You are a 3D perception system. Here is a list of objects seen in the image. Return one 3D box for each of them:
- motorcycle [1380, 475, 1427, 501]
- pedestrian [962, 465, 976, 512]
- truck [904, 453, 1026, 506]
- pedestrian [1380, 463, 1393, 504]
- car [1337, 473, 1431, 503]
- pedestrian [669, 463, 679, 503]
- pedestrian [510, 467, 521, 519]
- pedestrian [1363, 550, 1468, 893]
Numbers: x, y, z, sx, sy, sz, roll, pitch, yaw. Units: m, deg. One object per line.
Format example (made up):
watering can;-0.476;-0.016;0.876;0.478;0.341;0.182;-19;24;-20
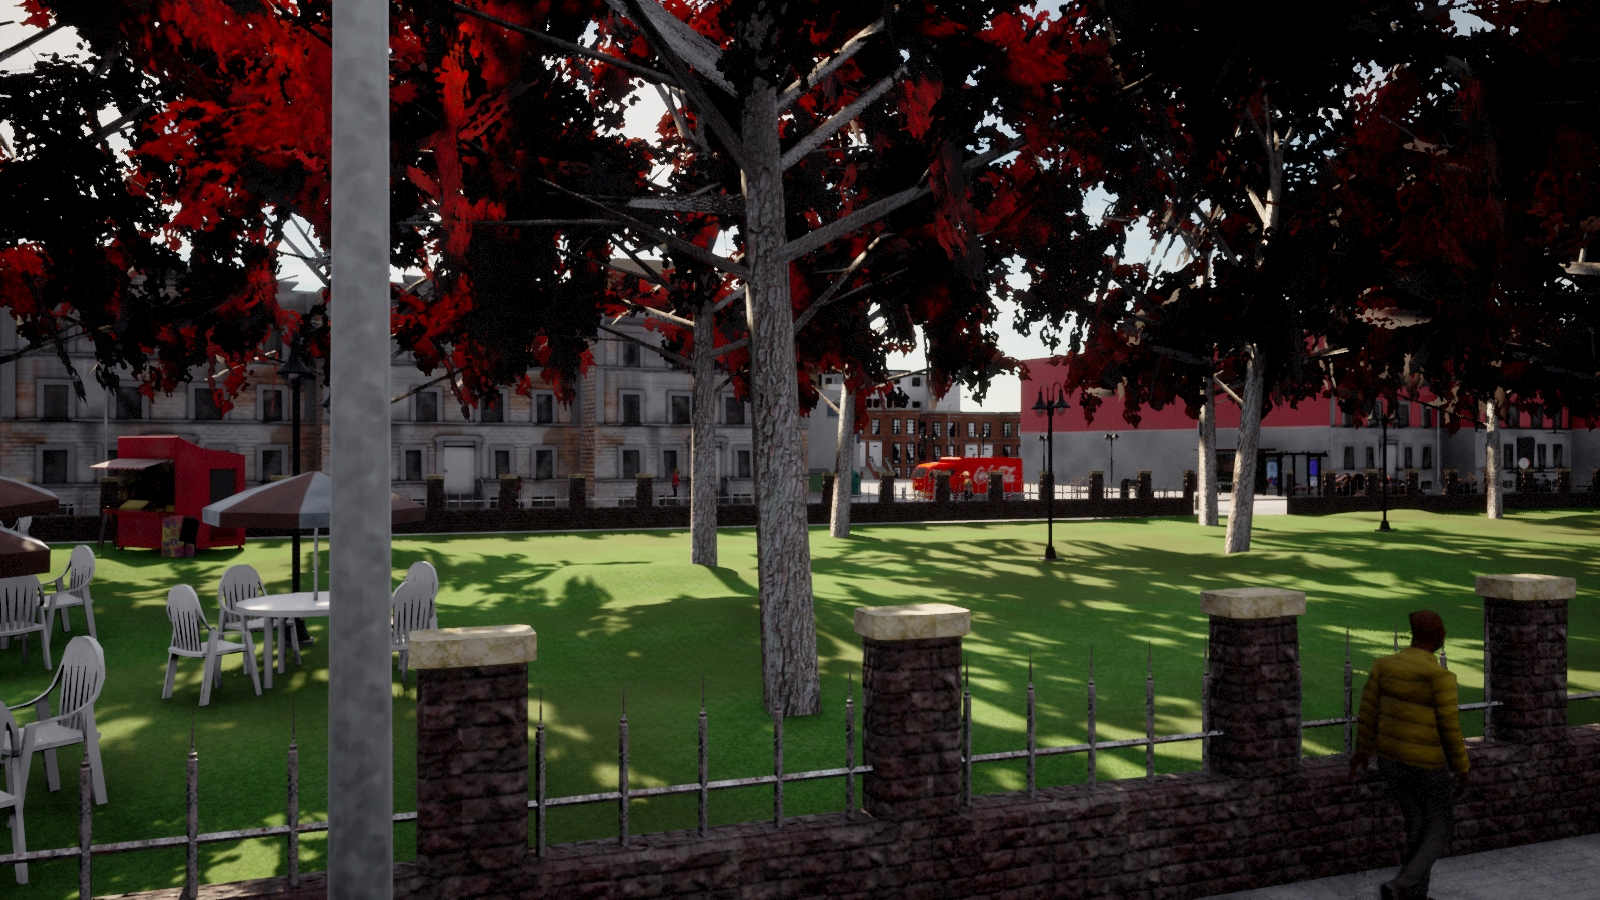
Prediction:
motorcycle;31.228;1.969;59.153;2.356;1.277;0.764;0;0;-20
pedestrian;6.797;1.532;45.945;0.375;1.860;0.375;0;0;-30
truck;7.906;1.358;54.908;5.204;2.467;2.627;0;0;-20
pedestrian;26.930;1.542;52.467;0.375;1.860;0.375;0;0;-20
car;29.992;1.930;58.701;4.181;1.385;1.994;-1;0;-20
pedestrian;-5.905;1.530;53.591;0.375;1.860;0.375;0;0;-20
pedestrian;-10.206;1.527;41.039;0.375;1.860;0.375;0;0;-16
pedestrian;3.538;1.527;6.574;0.375;1.860;0.375;0;0;-20
